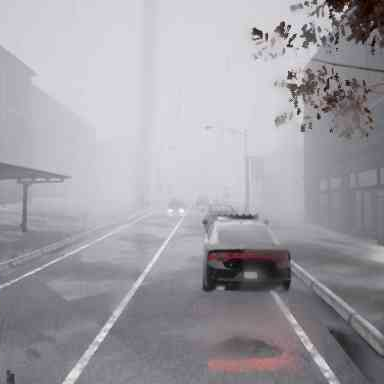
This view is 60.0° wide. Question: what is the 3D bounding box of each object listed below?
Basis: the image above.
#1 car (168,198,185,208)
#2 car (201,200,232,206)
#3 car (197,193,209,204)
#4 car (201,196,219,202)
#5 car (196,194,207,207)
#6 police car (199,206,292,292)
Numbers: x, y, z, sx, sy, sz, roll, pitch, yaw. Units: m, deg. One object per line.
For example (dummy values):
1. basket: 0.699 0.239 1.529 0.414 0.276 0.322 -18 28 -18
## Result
1. car: -1.977 1.393 42.721 1.895 1.301 4.718 0 0 2
2. car: 1.587 1.431 18.966 1.837 1.490 4.892 0 0 2
3. car: 1.962 1.083 59.323 2.097 1.767 4.553 0 0 2
4. car: 1.804 1.340 25.158 1.801 1.575 5.366 0 0 2
5. car: 1.530 1.378 45.867 1.895 1.301 4.718 0 0 2
6. police car: 1.236 1.409 9.072 1.930 1.638 5.238 0 0 2
